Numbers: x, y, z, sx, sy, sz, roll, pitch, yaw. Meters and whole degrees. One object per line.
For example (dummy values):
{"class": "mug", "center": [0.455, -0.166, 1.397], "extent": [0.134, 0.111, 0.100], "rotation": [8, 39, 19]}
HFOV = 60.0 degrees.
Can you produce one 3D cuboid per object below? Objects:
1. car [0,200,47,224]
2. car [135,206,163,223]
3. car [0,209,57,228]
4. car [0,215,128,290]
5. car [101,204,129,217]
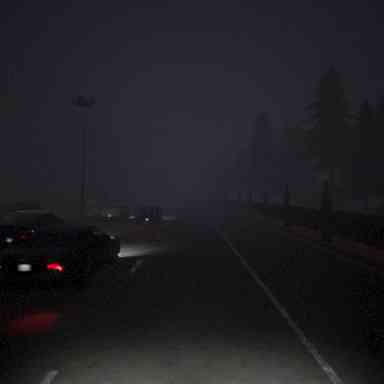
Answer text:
{"class": "car", "center": [-14.175, 1.584, 27.830], "extent": [2.097, 1.767, 4.553], "rotation": [0, -1, -1]}
{"class": "car", "center": [-3.444, 1.830, 27.585], "extent": [1.895, 1.301, 4.718], "rotation": [0, 0, 0]}
{"class": "car", "center": [-6.913, 1.650, 14.931], "extent": [1.812, 1.442, 4.674], "rotation": [0, 0, 0]}
{"class": "car", "center": [-3.434, 1.626, 9.359], "extent": [2.033, 1.411, 5.357], "rotation": [0, 0, 0]}
{"class": "car", "center": [-6.985, 1.777, 30.269], "extent": [1.812, 1.442, 4.674], "rotation": [0, 0, -1]}
